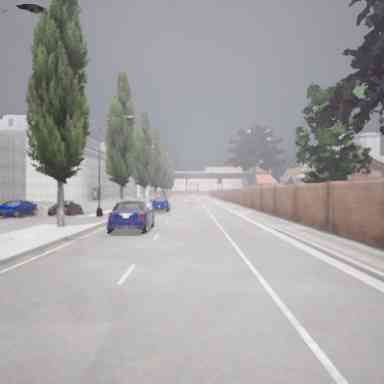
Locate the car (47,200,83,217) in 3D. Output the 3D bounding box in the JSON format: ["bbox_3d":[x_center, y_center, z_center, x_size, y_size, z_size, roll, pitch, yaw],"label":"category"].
[{"bbox_3d":[-11.567,1.466,30.462,1.994,1.385,4.181,0,0,0],"label":"car"}]

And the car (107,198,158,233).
[{"bbox_3d":[-3.396,1.290,19.227,2.097,1.767,4.553,0,0,0],"label":"car"}]

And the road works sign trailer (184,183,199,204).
[{"bbox_3d":[0.013,0.273,59.393,2.380,3.560,2.880,0,0,0],"label":"road works sign trailer"}]

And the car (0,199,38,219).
[{"bbox_3d":[-15.074,1.386,28.524,1.882,1.535,5.008,0,0,0],"label":"car"}]

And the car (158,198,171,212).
[{"bbox_3d":[-3.391,1.358,37.119,1.882,1.535,5.008,0,0,0],"label":"car"}]
